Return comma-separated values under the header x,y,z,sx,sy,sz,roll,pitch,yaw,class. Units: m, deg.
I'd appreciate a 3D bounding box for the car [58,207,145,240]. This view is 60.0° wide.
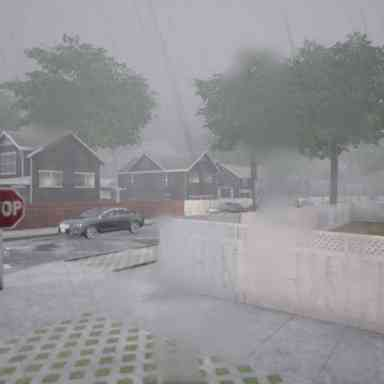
x,y,z,sx,sy,sz,roll,pitch,yaw,class
-4.655,1.559,17.686,2.128,1.511,4.902,0,0,36,car

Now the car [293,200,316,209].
x,y,z,sx,sy,sz,roll,pitch,yaw,class
15.575,1.833,45.652,2.033,1.411,5.357,0,0,36,car

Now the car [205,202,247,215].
x,y,z,sx,sy,sz,roll,pitch,yaw,class
2.982,1.652,28.306,1.837,1.490,4.892,0,0,36,car
